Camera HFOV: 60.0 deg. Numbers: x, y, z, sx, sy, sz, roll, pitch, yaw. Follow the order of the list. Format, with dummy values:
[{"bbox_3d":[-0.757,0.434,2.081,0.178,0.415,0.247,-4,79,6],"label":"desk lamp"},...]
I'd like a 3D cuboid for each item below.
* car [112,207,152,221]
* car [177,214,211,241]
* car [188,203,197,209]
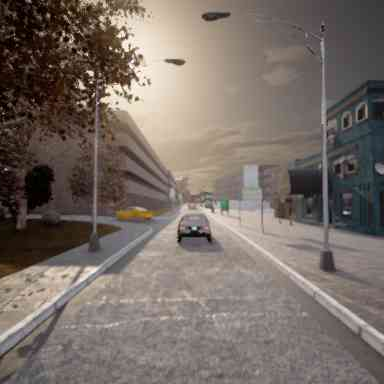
[{"bbox_3d":[-6.489,2.306,35.760,5.008,1.535,1.882,0,-4,38],"label":"car"},{"bbox_3d":[0.123,1.937,19.005,2.033,1.411,5.357,0,-2,0],"label":"car"},{"bbox_3d":[0.105,3.584,86.096,2.097,1.767,4.553,0,-1,0],"label":"car"}]
